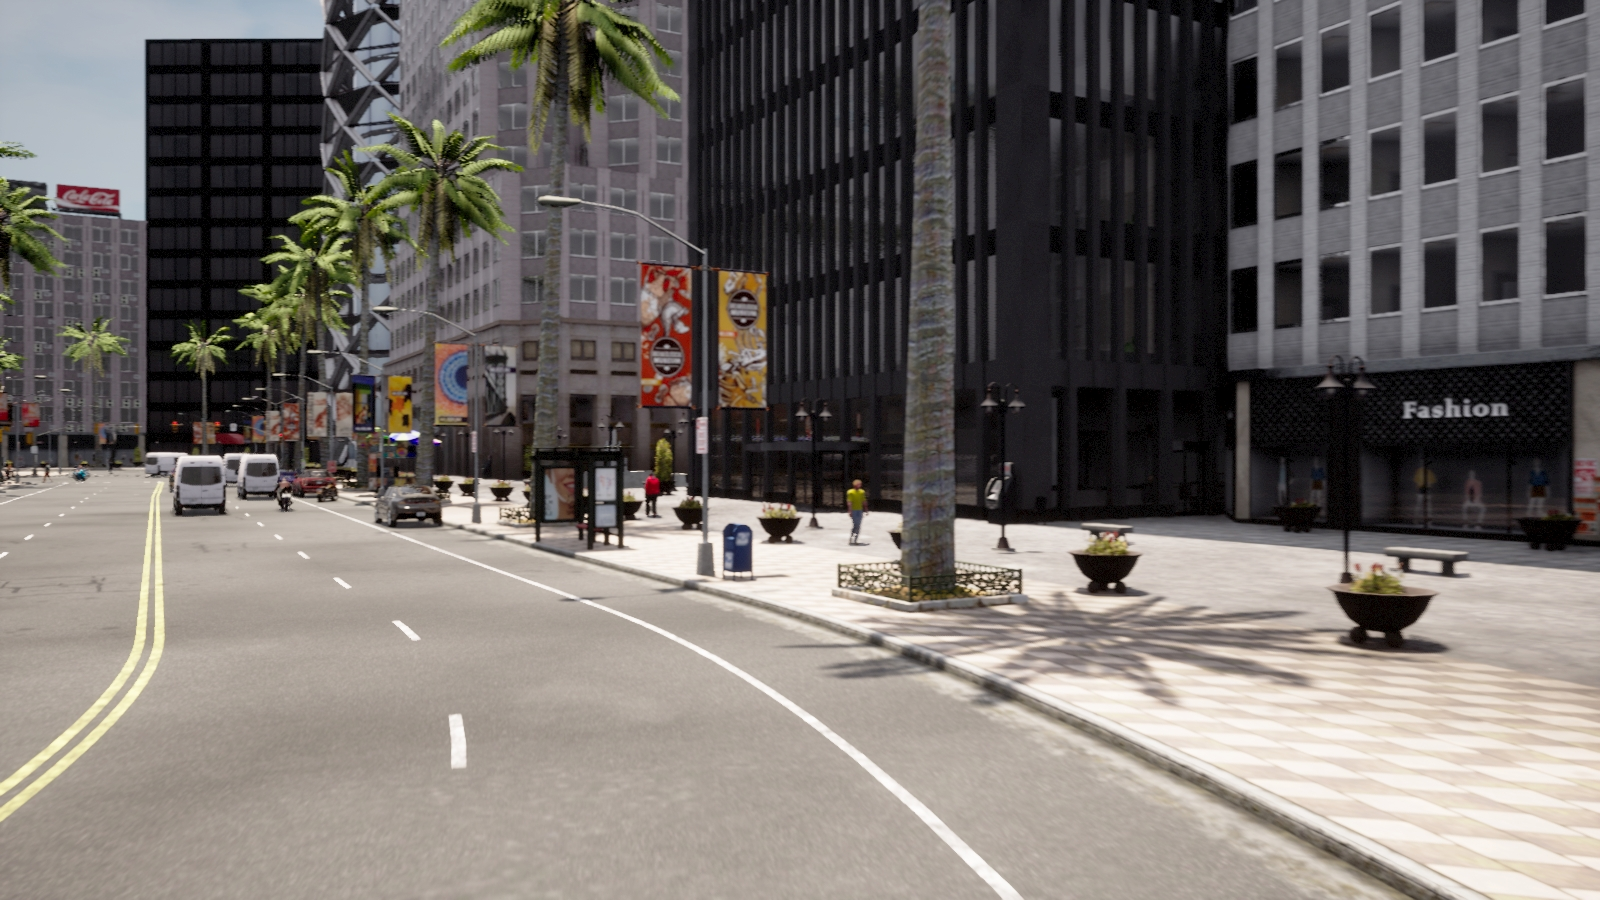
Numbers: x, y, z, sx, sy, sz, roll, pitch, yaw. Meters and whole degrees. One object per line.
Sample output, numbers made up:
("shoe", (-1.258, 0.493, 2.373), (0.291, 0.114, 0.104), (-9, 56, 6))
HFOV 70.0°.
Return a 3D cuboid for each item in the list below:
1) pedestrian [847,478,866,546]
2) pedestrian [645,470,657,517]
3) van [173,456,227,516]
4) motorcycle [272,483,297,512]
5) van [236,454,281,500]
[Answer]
("pedestrian", (1.567, 1.700, 31.691), (0.375, 1.860, 0.375), (0, 0, -26))
("pedestrian", (-5.862, 1.704, 45.003), (0.375, 1.860, 0.375), (0, 0, -25))
("van", (-27.281, 1.549, 51.879), (1.988, 2.561, 5.915), (0, 0, -29))
("motorcycle", (-24.050, 2.218, 53.284), (0.867, 1.251, 2.209), (0, 0, -29))
("van", (-31.891, 1.552, 67.226), (1.988, 2.561, 5.915), (0, 0, -29))
